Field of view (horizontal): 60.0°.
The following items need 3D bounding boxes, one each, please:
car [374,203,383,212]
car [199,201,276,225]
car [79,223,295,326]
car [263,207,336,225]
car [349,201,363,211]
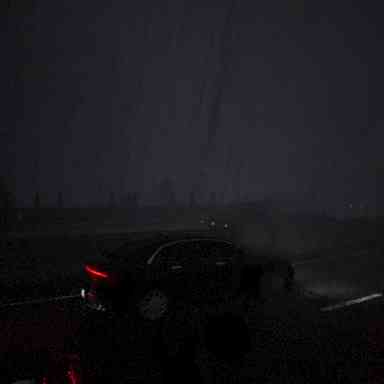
[{"bbox_3d":[30.383,2.463,53.519,2.033,1.411,5.357,-1,-1,28],"label":"car"},{"bbox_3d":[3.506,1.618,22.187,5.566,2.045,2.150,1,-1,-37],"label":"car"},{"bbox_3d":[0.101,1.639,7.323,4.892,1.490,1.837,1,-1,-29],"label":"car"},{"bbox_3d":[6.943,1.852,20.455,4.902,1.511,2.128,1,-1,-38],"label":"car"},{"bbox_3d":[28.180,2.334,57.054,2.097,1.767,4.553,-1,-1,27],"label":"car"}]
